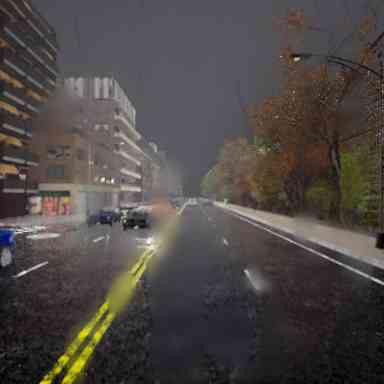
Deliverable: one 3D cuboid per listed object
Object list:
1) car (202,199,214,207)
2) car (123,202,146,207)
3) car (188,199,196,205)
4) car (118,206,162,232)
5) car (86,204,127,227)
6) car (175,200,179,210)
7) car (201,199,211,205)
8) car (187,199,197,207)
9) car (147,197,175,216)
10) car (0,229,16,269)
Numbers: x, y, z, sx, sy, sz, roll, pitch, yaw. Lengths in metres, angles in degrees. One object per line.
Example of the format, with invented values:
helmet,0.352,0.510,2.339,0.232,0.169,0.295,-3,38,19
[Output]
car,3.234,2.272,66.217,1.895,1.301,4.718,0,-1,0
car,-6.608,1.846,35.311,2.128,1.511,4.902,0,-1,0
car,-0.019,2.282,76.216,1.895,1.301,4.718,0,-1,0
car,-3.365,1.868,22.351,1.895,1.301,4.718,0,-1,0
car,-6.609,1.911,25.629,1.895,1.301,4.718,0,0,0
car,-3.347,2.033,50.396,1.812,1.442,4.674,0,-1,0
car,3.232,2.226,76.188,2.033,1.411,5.357,0,-1,0
car,-0.016,2.272,66.216,1.895,1.301,4.718,0,-1,0
car,-3.359,1.723,37.137,2.097,1.767,4.553,0,0,0
car,-6.567,1.564,8.755,1.882,1.535,5.008,1,-1,-3
